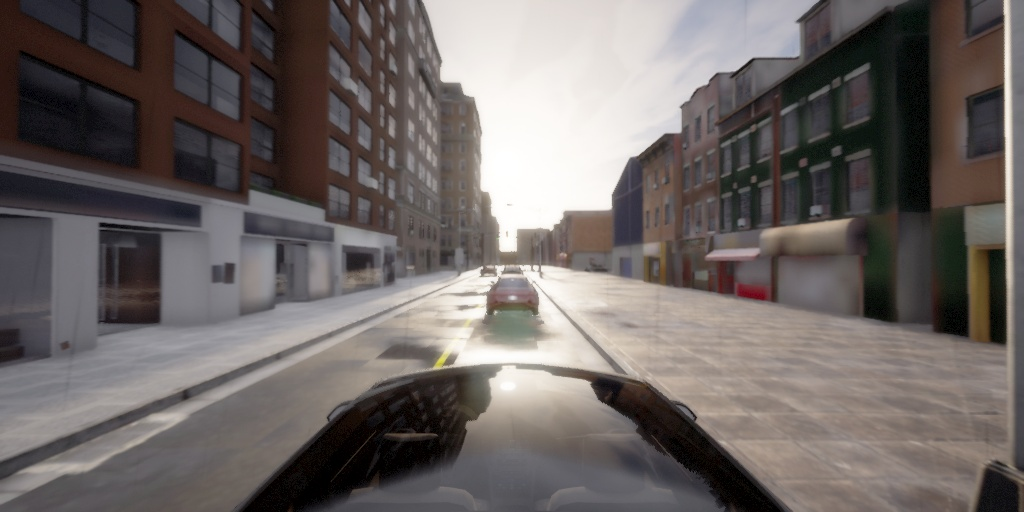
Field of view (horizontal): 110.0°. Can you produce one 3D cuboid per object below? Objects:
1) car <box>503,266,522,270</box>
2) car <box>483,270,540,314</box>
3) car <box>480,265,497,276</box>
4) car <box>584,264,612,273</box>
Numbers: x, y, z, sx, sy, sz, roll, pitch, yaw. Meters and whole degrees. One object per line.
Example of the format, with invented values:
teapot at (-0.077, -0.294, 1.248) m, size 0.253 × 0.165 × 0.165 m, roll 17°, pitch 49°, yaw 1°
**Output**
car at (0.039, 1.527, 29.236) m, size 1.837 × 1.490 × 4.892 m, roll 0°, pitch 0°, yaw 1°
car at (0.045, 1.441, 14.486) m, size 1.994 × 1.385 × 4.181 m, roll 0°, pitch 0°, yaw 1°
car at (-2.798, 1.761, 43.648) m, size 1.895 × 1.301 × 4.718 m, roll 0°, pitch -1°, yaw 1°
car at (13.203, 1.967, 54.901) m, size 4.313 × 1.339 × 1.948 m, roll 0°, pitch 0°, yaw 0°
